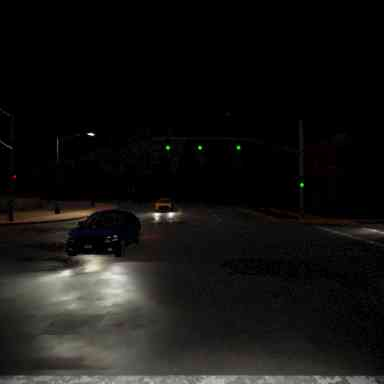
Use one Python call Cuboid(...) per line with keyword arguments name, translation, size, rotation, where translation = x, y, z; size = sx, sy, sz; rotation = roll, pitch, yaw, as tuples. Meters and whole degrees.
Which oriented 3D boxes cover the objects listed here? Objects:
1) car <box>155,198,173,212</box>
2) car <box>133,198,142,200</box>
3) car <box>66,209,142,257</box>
Cuboid(name="car", translation=(-3.152, 1.487, 38.143), size=(1.882, 1.535, 5.008), rotation=(0, 0, -2))
Cuboid(name="car", translation=(-9.471, 1.367, 61.914), size=(1.994, 1.385, 4.181), rotation=(0, 0, -32))
Cuboid(name="car", translation=(-3.253, 1.479, 13.164), size=(1.882, 1.535, 5.008), rotation=(0, 0, 2))
